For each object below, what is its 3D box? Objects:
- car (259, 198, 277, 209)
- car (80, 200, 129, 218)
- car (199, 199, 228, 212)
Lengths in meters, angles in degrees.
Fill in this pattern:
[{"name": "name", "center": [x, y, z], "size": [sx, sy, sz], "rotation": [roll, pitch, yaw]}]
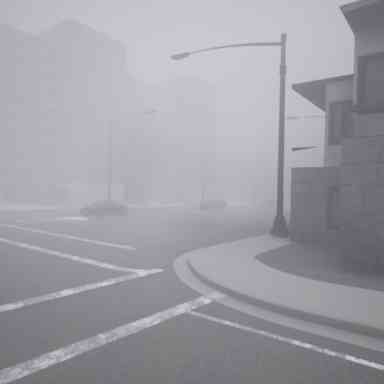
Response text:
[{"name": "car", "center": [12.710, 1.828, 55.133], "size": [2.128, 1.511, 4.902], "rotation": [2, 0, 37]}, {"name": "car", "center": [-7.355, 1.404, 28.237], "size": [1.994, 1.385, 4.181], "rotation": [2, 0, 37]}, {"name": "car", "center": [2.790, 1.680, 41.912], "size": [1.837, 1.490, 4.892], "rotation": [2, 0, 37]}]
